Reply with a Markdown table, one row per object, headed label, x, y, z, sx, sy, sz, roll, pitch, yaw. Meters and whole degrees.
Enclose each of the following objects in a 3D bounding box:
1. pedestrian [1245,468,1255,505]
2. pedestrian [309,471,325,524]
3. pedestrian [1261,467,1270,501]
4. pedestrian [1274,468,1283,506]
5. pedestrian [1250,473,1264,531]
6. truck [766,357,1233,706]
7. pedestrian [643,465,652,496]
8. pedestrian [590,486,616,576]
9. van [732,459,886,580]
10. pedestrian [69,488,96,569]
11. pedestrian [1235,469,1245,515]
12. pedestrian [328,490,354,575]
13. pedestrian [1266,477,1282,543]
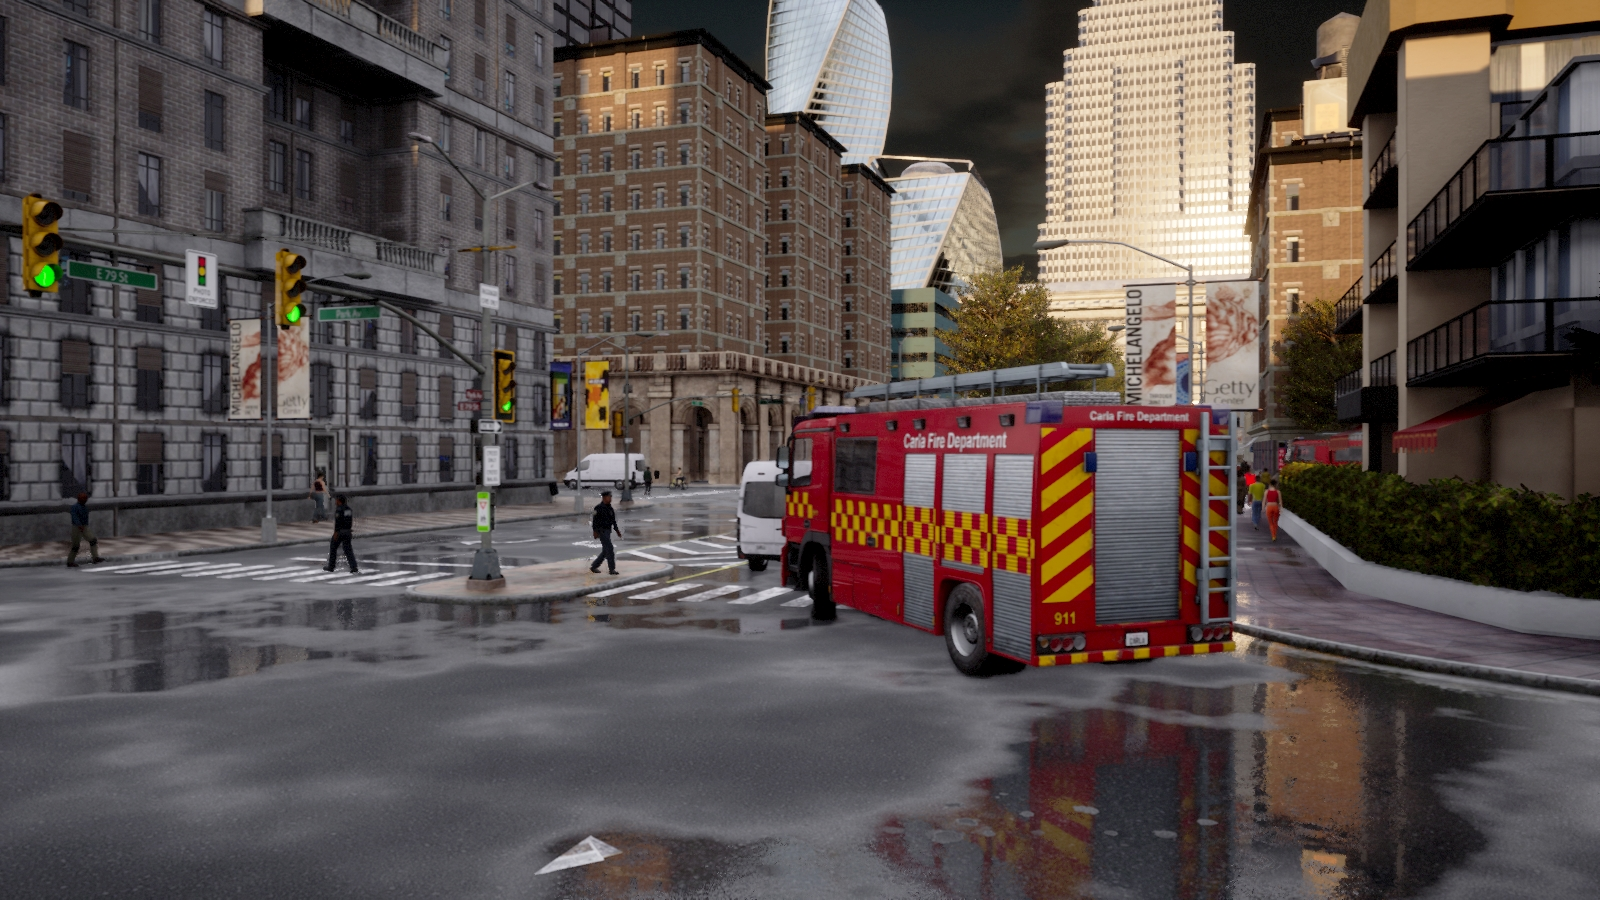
| label | x | y | z | sx | sy | sz | roll | pitch | yaw |
| --- | --- | --- | --- | --- | --- | --- | --- | --- | --- |
| pedestrian | 22.699 | 1.849 | 57.636 | 0.375 | 1.860 | 0.375 | 0 | 0 | 12 |
| pedestrian | -17.303 | 1.692 | 40.958 | 0.375 | 1.860 | 0.375 | 0 | 0 | 20 |
| pedestrian | 25.576 | 1.849 | 62.766 | 0.375 | 1.860 | 0.375 | 0 | 0 | 12 |
| pedestrian | 23.920 | 1.849 | 57.163 | 0.375 | 1.860 | 0.375 | 0 | 0 | 29 |
| pedestrian | 14.980 | 1.696 | 37.456 | 0.375 | 1.860 | 0.375 | 0 | 0 | 17 |
| truck | 2.263 | 0.890 | 16.990 | 2.891 | 3.827 | 8.468 | 0 | 0 | -21 |
| pedestrian | -9.174 | 1.843 | 68.683 | 0.375 | 1.860 | 0.375 | 0 | 0 | 21 |
| pedestrian | -4.165 | 1.702 | 24.168 | 0.375 | 1.860 | 0.375 | 0 | 0 | 30 |
| van | 0.388 | 1.533 | 27.929 | 1.988 | 2.561 | 5.915 | 0 | 0 | 19 |
| pedestrian | -16.917 | 1.844 | 26.940 | 0.375 | 1.860 | 0.375 | 0 | 0 | 14 |
| pedestrian | 17.789 | 1.697 | 46.240 | 0.375 | 1.860 | 0.375 | 0 | 0 | 20 |
| pedestrian | -10.312 | 1.846 | 25.661 | 0.375 | 1.860 | 0.375 | 0 | 0 | 26 |
| pedestrian | 13.466 | 1.698 | 32.463 | 0.375 | 1.860 | 0.375 | 0 | 0 | 19 |
